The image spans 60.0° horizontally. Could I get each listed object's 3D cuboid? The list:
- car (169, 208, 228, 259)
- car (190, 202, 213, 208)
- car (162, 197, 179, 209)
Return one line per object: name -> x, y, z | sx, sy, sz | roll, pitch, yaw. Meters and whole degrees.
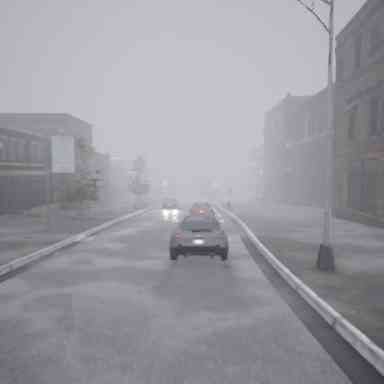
car -> 0.282, 1.529, 12.452 | 1.994, 1.385, 4.181 | 0, 0, 2
car -> 0.787, 1.485, 27.724 | 1.994, 1.385, 4.181 | 0, 0, 1
car -> -2.678, 1.368, 42.463 | 2.128, 1.511, 4.902 | 0, 0, 1
